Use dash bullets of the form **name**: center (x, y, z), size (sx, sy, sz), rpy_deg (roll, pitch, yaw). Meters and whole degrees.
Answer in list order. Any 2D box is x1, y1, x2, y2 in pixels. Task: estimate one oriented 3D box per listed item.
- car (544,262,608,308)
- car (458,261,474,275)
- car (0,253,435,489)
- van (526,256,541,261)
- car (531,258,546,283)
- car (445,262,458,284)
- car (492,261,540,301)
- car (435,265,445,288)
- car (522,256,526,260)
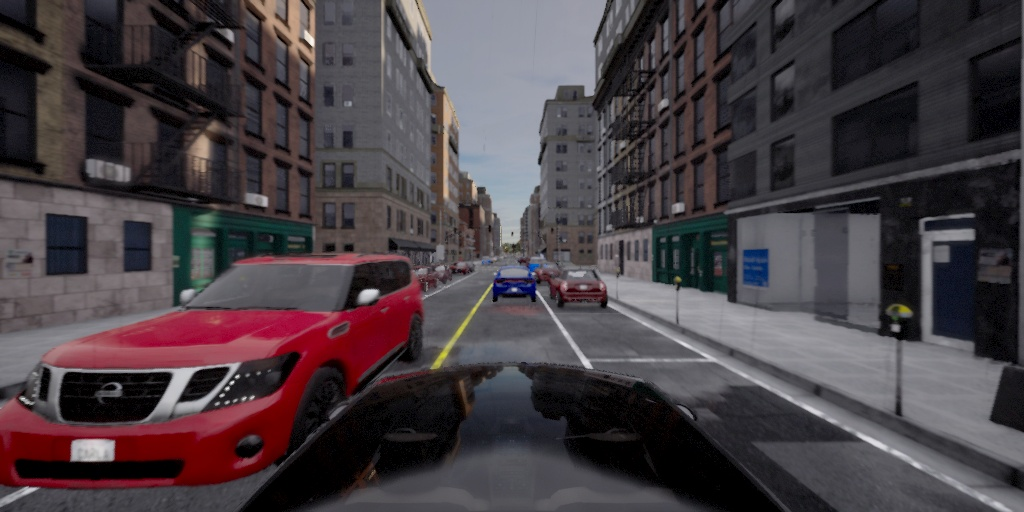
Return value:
- **car**: center (2.640, 1.169, 15.138), size (1.967, 1.591, 4.097), rpy_deg (0, 0, 0)
- **car**: center (-5.383, 1.239, 37.184), size (1.888, 1.381, 4.507), rpy_deg (0, 0, 0)
- **car**: center (-2.848, 0.966, 5.199), size (2.150, 2.045, 5.566), rpy_deg (0, 0, 0)
- **van**: center (2.642, 1.035, 37.182), size (1.690, 1.789, 3.998), rpy_deg (0, 0, 0)
- **car**: center (2.641, 1.152, 26.161), size (1.967, 1.591, 4.097), rpy_deg (0, 0, 0)
- **car**: center (-5.384, 1.294, 26.161), size (1.802, 1.307, 4.207), rpy_deg (0, 0, 0)
- **car**: center (0.102, 1.204, 17.039), size (1.882, 1.535, 5.008), rpy_deg (0, 0, 0)
- **car**: center (-5.385, 1.266, 20.650), size (1.888, 1.381, 4.507), rpy_deg (0, 0, 0)
- **car**: center (2.643, 0.999, 42.694), size (2.192, 1.841, 5.009), rpy_deg (0, 0, 0)
